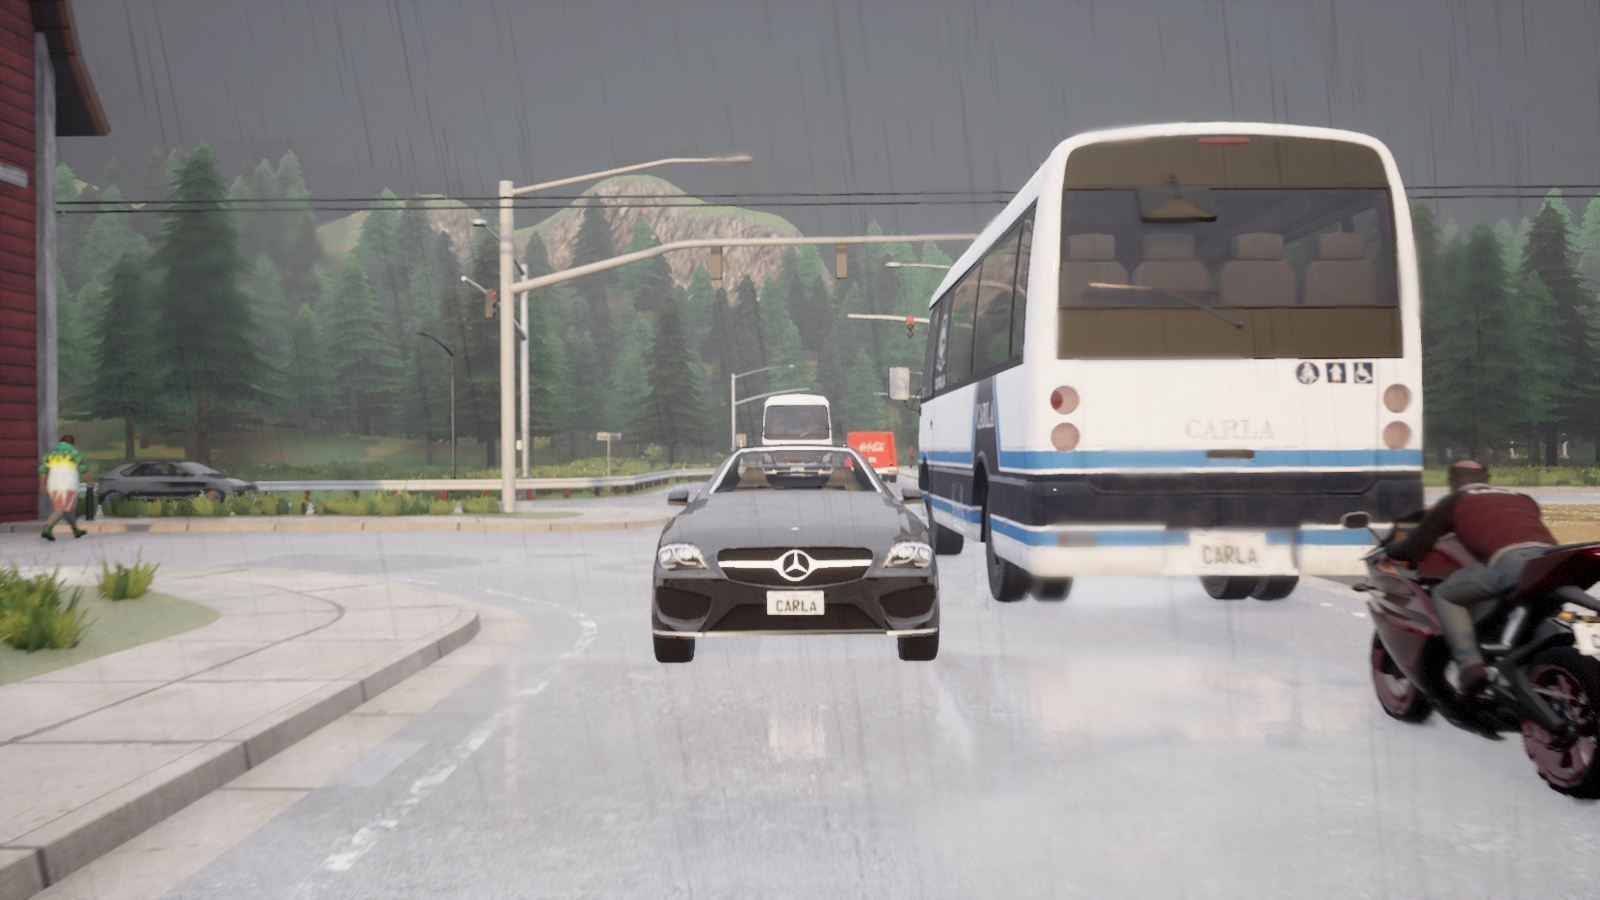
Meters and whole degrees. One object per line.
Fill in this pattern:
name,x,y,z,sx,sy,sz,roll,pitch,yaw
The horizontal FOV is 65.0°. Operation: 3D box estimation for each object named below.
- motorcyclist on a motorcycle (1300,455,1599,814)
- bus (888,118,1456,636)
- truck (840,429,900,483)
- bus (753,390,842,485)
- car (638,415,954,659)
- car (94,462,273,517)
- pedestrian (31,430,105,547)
motorcyclist on a motorcycle,3.480,0.806,6.534,0.866,1.530,2.191,-1,0,0
bus,3.447,-0.609,15.560,3.944,4.253,10.273,-1,0,0
truck,3.391,0.286,61.687,2.627,2.467,5.204,-1,0,0
bus,-0.124,-0.554,61.797,3.944,4.253,10.273,-1,0,0
car,-0.030,0.599,11.169,2.152,1.651,5.027,-1,0,0
car,-17.539,1.110,35.829,4.193,1.474,1.816,-1,0,1
pedestrian,-12.515,0.642,21.491,0.659,1.952,0.873,-1,0,13
